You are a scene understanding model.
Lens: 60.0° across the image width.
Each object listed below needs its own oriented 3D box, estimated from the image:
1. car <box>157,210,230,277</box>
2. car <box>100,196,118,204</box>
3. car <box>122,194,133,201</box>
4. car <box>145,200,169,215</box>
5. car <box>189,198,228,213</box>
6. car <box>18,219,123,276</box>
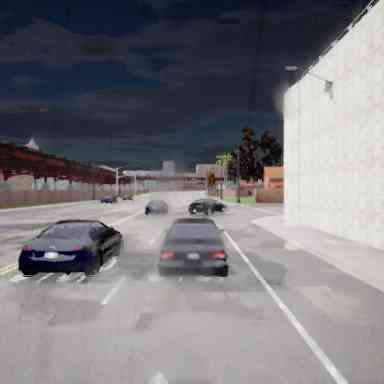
[{"bbox_3d":[0.053,1.506,10.093,2.033,1.411,5.357,0,0,1],"label":"car"},{"bbox_3d":[-14.045,1.317,56.530,2.033,1.411,5.357,0,0,1],"label":"car"},{"bbox_3d":[-13.976,1.206,72.248,1.837,1.490,4.892,0,0,0],"label":"car"},{"bbox_3d":[-3.403,1.431,32.659,1.994,1.385,4.181,0,0,0],"label":"car"},{"bbox_3d":[1.598,1.379,31.295,1.837,1.490,4.892,-4,-2,33],"label":"car"},{"bbox_3d":[-3.450,1.522,10.226,1.994,1.385,4.181,0,0,1],"label":"car"}]
